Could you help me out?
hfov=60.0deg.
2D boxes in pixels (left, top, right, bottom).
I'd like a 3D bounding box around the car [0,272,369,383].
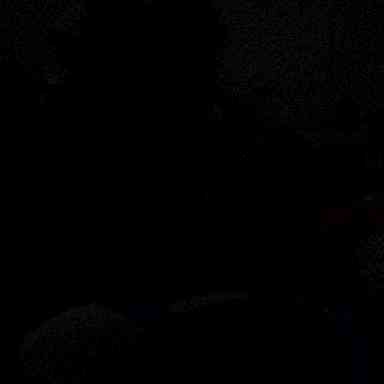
[{"bbox_3d":[-0.348,1.520,2.744,4.674,1.442,1.812,0,0,-35],"label":"car"}]
